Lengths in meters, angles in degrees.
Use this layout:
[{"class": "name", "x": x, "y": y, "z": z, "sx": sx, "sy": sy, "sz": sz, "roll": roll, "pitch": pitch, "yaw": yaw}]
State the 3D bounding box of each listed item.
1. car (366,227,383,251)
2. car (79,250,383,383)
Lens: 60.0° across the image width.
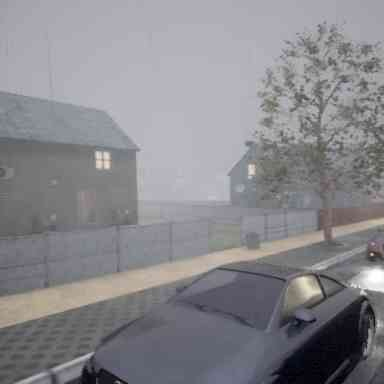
[{"class": "car", "x": 7.709, "y": 1.713, "z": 11.839, "sx": 1.994, "sy": 1.385, "sz": 4.181, "roll": -2, "pitch": -2, "yaw": 42}, {"class": "car", "x": 0.778, "y": 1.659, "z": 4.213, "sx": 1.994, "sy": 1.385, "sz": 4.181, "roll": -2, "pitch": -2, "yaw": 43}]
